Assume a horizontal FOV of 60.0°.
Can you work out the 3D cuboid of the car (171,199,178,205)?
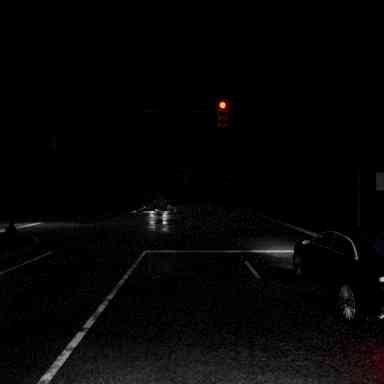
[{"bbox_3d":[-5.145,2.214,74.202,1.994,1.385,4.181,0,-1,-19],"label":"car"}]

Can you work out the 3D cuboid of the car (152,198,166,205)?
[{"bbox_3d":[-8.317,2.345,83.152,1.882,1.535,5.008,0,-1,-25],"label":"car"}]

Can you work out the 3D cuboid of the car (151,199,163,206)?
[{"bbox_3d":[-7.199,2.144,68.157,1.895,1.301,4.718,0,-1,-12],"label":"car"}]

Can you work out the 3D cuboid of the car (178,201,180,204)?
[{"bbox_3d":[-4.690,2.441,83.542,1.895,1.301,4.718,0,-1,-22],"label":"car"}]

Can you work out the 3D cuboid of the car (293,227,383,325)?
[{"bbox_3d":[3.586,1.492,7.072,2.128,1.511,4.902,0,0,1],"label":"car"}]

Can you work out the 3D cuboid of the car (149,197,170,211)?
[{"bbox_3d":[-4.065,1.579,41.066,1.812,1.442,4.674,0,0,0],"label":"car"}]
